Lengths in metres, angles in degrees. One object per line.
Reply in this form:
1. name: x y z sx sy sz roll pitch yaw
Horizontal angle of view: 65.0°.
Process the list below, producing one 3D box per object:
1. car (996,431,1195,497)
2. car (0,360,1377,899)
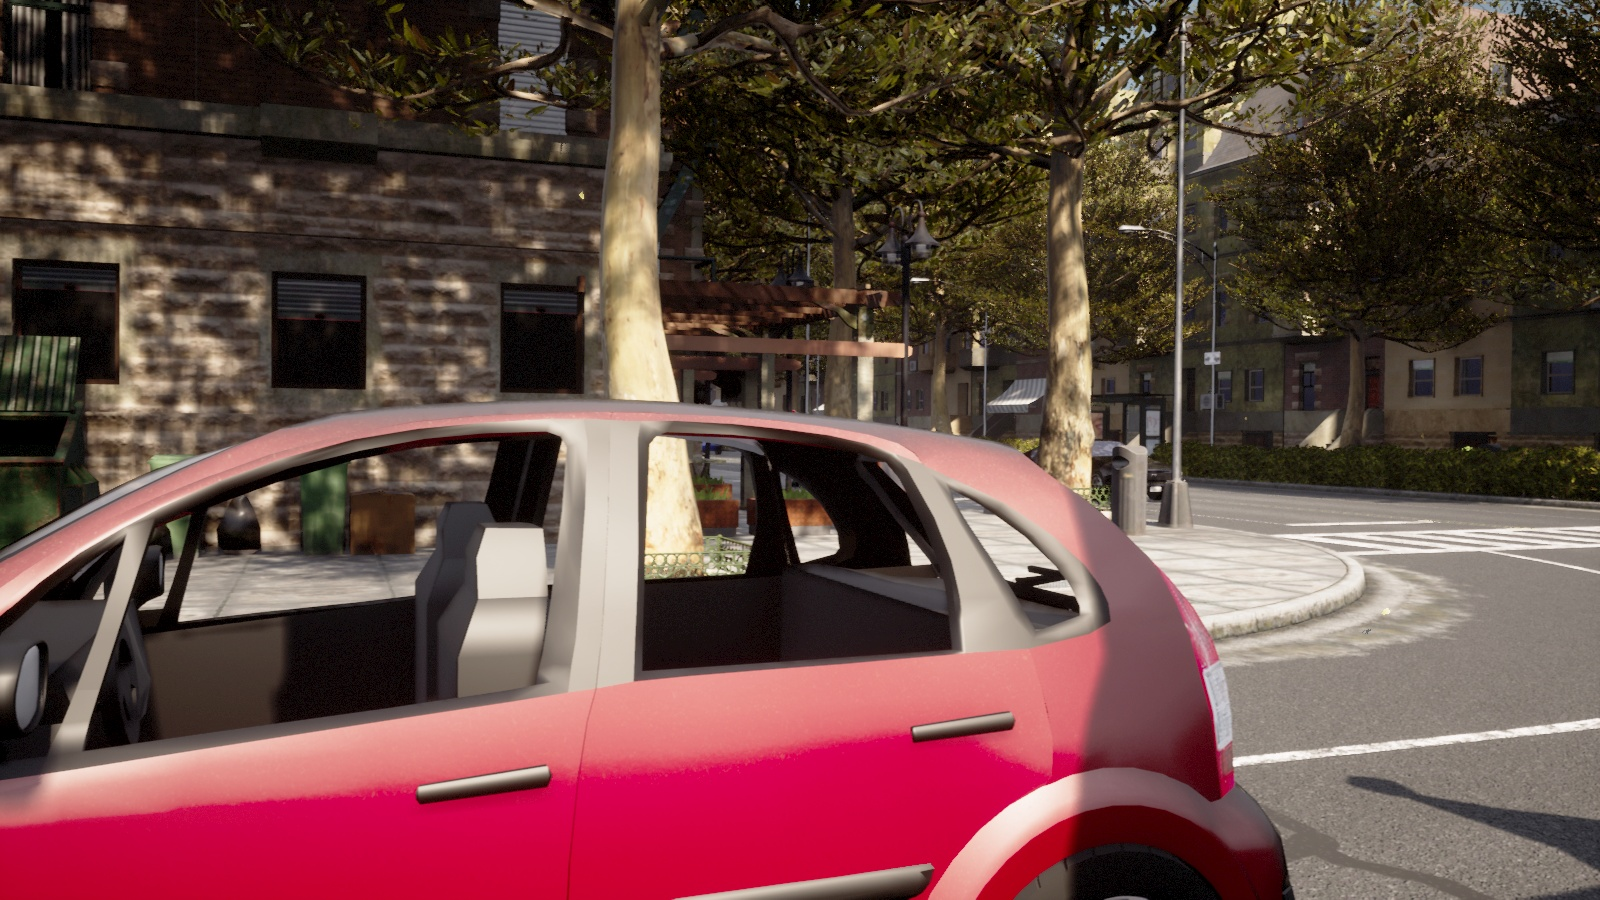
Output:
1. car: 6.946 0.271 30.230 2.033 1.411 5.357 -1 1 -21
2. car: -0.943 0.659 2.879 3.988 1.617 1.851 -1 1 -21
